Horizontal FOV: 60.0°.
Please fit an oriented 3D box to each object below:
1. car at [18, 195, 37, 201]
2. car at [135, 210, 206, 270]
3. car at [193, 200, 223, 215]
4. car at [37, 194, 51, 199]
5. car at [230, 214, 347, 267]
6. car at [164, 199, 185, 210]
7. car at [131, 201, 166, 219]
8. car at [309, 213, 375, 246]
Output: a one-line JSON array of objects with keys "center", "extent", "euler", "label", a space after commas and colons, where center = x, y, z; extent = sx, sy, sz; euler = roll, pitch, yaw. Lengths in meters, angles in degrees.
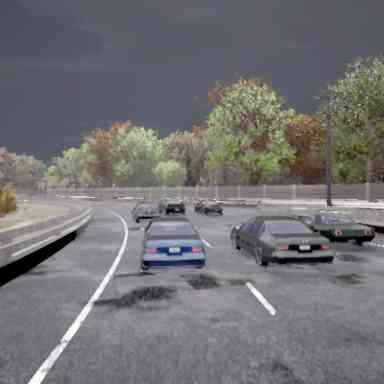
[{"center": [-41.546, 1.433, 83.144], "extent": [4.892, 1.490, 1.837], "euler": [0, 0, 37], "label": "car"}, {"center": [-0.730, 1.543, 11.080], "extent": [2.033, 1.411, 5.357], "euler": [0, 0, -6], "label": "car"}, {"center": [1.575, 1.500, 33.192], "extent": [1.812, 1.442, 4.674], "euler": [0, 0, -17], "label": "car"}, {"center": [-39.376, 1.279, 85.891], "extent": [4.553, 1.767, 2.097], "euler": [0, 0, 37], "label": "car"}, {"center": [2.740, 1.534, 11.404], "extent": [2.033, 1.411, 5.357], "euler": [0, 0, -6], "label": "car"}, {"center": [-2.130, 1.461, 33.247], "extent": [1.882, 1.535, 5.008], "euler": [0, 0, -18], "label": "car"}, {"center": [-3.693, 1.542, 26.303], "extent": [2.033, 1.411, 5.357], "euler": [0, 0, -14], "label": "car"}, {"center": [5.810, 1.577, 14.897], "extent": [1.895, 1.301, 4.718], "euler": [0, 0, -8], "label": "car"}]
